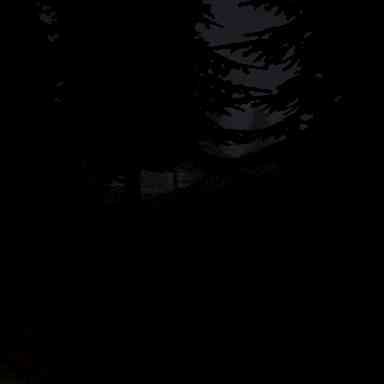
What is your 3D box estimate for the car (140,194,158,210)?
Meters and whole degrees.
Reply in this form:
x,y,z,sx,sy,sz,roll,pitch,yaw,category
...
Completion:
x,y,z,sx,sy,sz,roll,pitch,yaw,category
-6.466,1.206,39.262,2.150,2.045,5.566,0,0,37,car
